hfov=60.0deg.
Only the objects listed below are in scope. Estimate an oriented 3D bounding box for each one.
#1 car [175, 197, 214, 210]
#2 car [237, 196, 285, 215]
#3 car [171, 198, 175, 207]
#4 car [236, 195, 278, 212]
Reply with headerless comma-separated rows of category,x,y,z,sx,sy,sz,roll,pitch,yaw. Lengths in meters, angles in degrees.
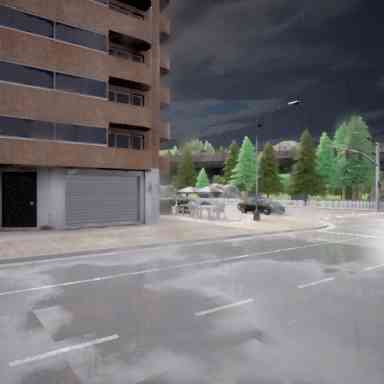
car,0.521,1.492,41.762,2.033,1.411,5.357,0,0,-37
car,6.950,1.296,32.823,2.097,1.767,4.553,0,0,-36
car,-1.172,1.433,48.883,4.902,1.511,2.128,0,0,45
car,7.364,1.296,38.182,2.097,1.767,4.553,0,0,-37
